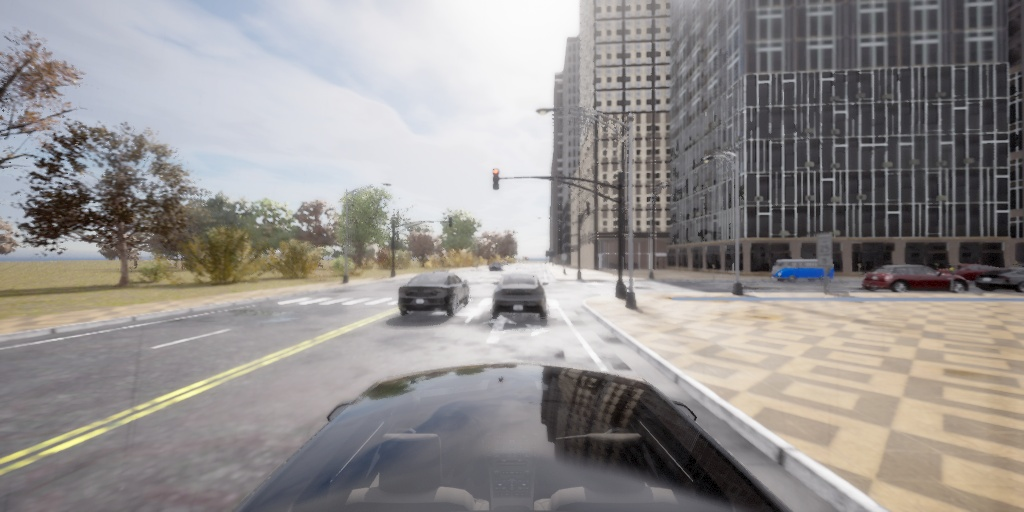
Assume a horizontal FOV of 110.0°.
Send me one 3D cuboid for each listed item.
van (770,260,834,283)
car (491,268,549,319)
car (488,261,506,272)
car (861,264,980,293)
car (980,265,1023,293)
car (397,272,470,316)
[{"bbox_3d":[22.655,1.169,28.064,3.998,1.789,1.690,0,0,5],"label":"van"},{"bbox_3d":[0.314,1.387,13.550,1.837,1.490,4.892,0,-1,3],"label":"car"},{"bbox_3d":[-2.710,1.763,61.064,2.097,1.767,4.553,0,-1,5],"label":"car"},{"bbox_3d":[21.844,1.205,19.478,4.097,1.591,1.967,0,0,5],"label":"car"},{"bbox_3d":[27.514,1.284,19.013,4.313,1.339,1.948,0,0,5],"label":"car"},{"bbox_3d":[-2.904,1.365,14.256,1.882,1.535,5.008,0,-1,3],"label":"car"}]
